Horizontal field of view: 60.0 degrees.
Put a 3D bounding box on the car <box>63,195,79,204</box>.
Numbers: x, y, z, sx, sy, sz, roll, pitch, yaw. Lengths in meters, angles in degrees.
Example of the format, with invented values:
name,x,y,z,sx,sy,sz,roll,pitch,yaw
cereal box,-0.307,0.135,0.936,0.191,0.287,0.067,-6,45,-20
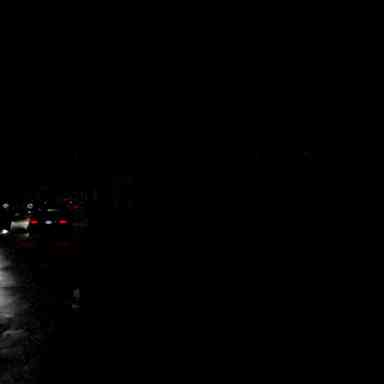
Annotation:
name,x,y,z,sx,sy,sz,roll,pitch,yaw
car,-16.393,1.032,45.167,1.895,1.301,4.718,1,0,-18

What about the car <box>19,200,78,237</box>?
name,x,y,z,sx,sy,sz,roll,pitch,yaw
car,-6.981,1.335,16.724,2.033,1.411,5.357,1,0,-18

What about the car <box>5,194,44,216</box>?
name,x,y,z,sx,sy,sz,roll,pitch,yaw
car,-12.995,0.966,25.530,2.097,1.767,4.553,1,0,-18

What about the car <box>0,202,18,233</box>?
name,x,y,z,sx,sy,sz,roll,pitch,yaw
car,-9.596,1.342,15.218,1.895,1.301,4.718,1,0,-18

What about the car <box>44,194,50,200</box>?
name,x,y,z,sx,sy,sz,roll,pitch,yaw
car,-16.222,0.997,35.424,1.837,1.490,4.892,1,0,-18

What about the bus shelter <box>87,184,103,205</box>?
name,x,y,z,sx,sy,sz,roll,pitch,yaw
bus shelter,-13.832,0.349,47.183,1.920,2.740,3.880,2,1,-18
